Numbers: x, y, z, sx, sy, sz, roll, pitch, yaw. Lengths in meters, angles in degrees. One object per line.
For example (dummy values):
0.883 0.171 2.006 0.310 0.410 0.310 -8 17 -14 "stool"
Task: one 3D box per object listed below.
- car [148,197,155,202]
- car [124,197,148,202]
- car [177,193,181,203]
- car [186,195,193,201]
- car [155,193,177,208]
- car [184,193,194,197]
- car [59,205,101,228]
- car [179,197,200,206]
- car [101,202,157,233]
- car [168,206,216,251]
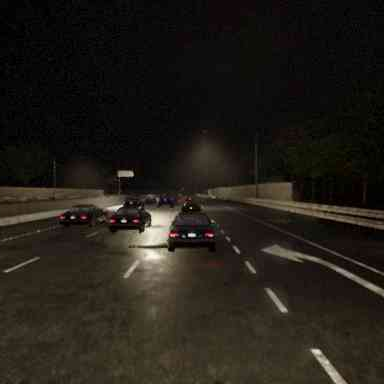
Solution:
-7.344 1.531 59.699 2.033 1.411 5.357 0 0 -1 "car"
-7.161 1.347 41.263 2.097 1.767 4.553 0 0 0 "car"
-3.978 1.536 70.087 1.994 1.385 4.181 0 0 -1 "car"
-0.699 1.475 84.532 1.882 1.535 5.008 0 0 -1 "car"
-3.725 1.211 48.564 2.150 2.045 5.566 0 0 -1 "car"
-0.382 1.332 62.816 2.097 1.767 4.553 0 0 -1 "car"
-7.043 1.551 22.117 2.033 1.411 5.357 0 0 0 "car"
-0.114 1.561 34.894 1.994 1.385 4.181 0 0 0 "car"
-3.533 1.550 19.701 2.033 1.411 5.357 0 0 0 "car"
-0.015 1.548 14.087 2.033 1.411 5.357 0 0 0 "car"
